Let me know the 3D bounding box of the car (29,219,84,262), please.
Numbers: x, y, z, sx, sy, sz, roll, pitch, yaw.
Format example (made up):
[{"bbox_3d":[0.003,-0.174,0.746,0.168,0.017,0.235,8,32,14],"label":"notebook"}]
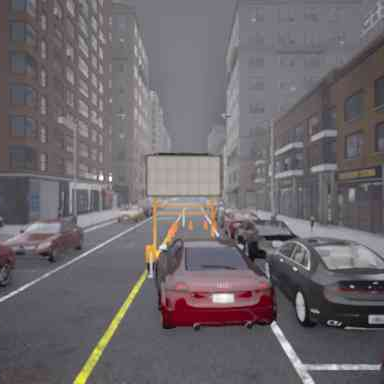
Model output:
[{"bbox_3d":[-5.333,1.701,12.489,1.802,1.307,4.206,0,-1,0],"label":"car"}]

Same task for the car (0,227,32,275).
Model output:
[{"bbox_3d":[-5.353,1.651,6.971,1.802,1.307,4.206,0,0,0],"label":"car"}]

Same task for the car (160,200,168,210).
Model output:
[{"bbox_3d":[-5.185,1.916,51.117,1.967,1.590,4.097,0,-1,0],"label":"car"}]

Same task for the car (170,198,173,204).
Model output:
[{"bbox_3d":[-5.142,2.129,62.152,2.008,1.369,4.403,0,-1,0],"label":"car"}]

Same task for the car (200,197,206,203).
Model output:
[{"bbox_3d":[2.861,1.955,56.613,1.967,1.590,4.097,0,-1,0],"label":"car"}]

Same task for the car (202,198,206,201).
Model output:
[{"bbox_3d":[2.840,2.046,51.093,1.802,1.307,4.206,0,-1,0],"label":"car"}]

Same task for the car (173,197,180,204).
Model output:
[{"bbox_3d":[-5.039,2.378,89.232,2.008,1.369,4.403,0,-1,0],"label":"car"}]

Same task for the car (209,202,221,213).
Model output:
[{"bbox_3d":[2.756,1.841,29.018,1.802,1.307,4.206,0,-1,0],"label":"car"}]

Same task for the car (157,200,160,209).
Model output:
[{"bbox_3d":[-5.227,1.956,40.079,1.802,1.307,4.206,0,-1,0],"label":"car"}]

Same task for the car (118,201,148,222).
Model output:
[{"bbox_3d":[-5.266,1.796,28.875,1.752,1.417,4.829,0,-1,0],"label":"car"}]

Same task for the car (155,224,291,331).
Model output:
[{"bbox_3d":[0.258,1.619,7.109,1.994,1.385,4.181,1,-1,-7],"label":"car"}]

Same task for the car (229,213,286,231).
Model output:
[{"bbox_3d":[2.692,1.673,12.462,1.947,1.339,4.313,0,-1,0],"label":"car"}]

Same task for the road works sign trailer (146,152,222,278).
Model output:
[{"bbox_3d":[-0.268,0.559,10.582,2.380,3.560,2.880,0,-1,-6],"label":"road works sign trailer"}]

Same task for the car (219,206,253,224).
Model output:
[{"bbox_3d":[2.713,1.702,17.981,1.887,1.381,4.507,0,-1,0],"label":"car"}]

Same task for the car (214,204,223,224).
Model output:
[{"bbox_3d":[2.735,1.759,23.500,2.008,1.369,4.403,0,-1,0],"label":"car"}]

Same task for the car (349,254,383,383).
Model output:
[{"bbox_3d":[2.650,1.450,1.427,1.967,1.590,4.097,0,0,0],"label":"car"}]

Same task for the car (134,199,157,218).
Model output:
[{"bbox_3d":[-5.249,1.638,34.563,2.192,1.841,5.009,0,-1,0],"label":"car"}]

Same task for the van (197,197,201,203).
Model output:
[{"bbox_3d":[2.986,2.156,89.212,1.690,1.788,3.998,0,-1,0],"label":"van"}]

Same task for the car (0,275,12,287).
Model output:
[{"bbox_3d":[-2.739,1.559,0.716,2.033,1.411,5.357,0,0,0],"label":"car"}]

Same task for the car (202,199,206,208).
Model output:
[{"bbox_3d":[2.819,1.964,45.574,2.008,1.369,4.403,0,-1,0],"label":"car"}]

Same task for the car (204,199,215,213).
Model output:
[{"bbox_3d":[2.798,1.913,40.056,2.008,1.369,4.403,0,-1,0],"label":"car"}]

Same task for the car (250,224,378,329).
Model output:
[{"bbox_3d":[2.671,1.608,6.945,2.008,1.369,4.403,0,-1,0],"label":"car"}]
